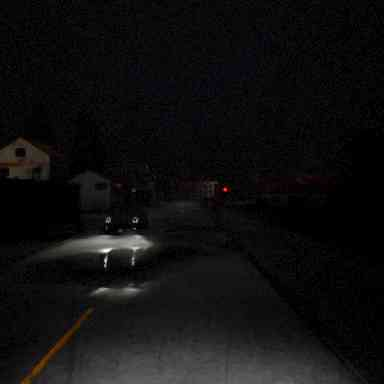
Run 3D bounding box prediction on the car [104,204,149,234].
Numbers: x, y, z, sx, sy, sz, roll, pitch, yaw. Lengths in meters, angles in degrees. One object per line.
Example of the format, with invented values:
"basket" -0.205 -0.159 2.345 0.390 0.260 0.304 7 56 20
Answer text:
"car" -4.044 1.645 21.131 2.097 1.767 4.553 0 -1 1
